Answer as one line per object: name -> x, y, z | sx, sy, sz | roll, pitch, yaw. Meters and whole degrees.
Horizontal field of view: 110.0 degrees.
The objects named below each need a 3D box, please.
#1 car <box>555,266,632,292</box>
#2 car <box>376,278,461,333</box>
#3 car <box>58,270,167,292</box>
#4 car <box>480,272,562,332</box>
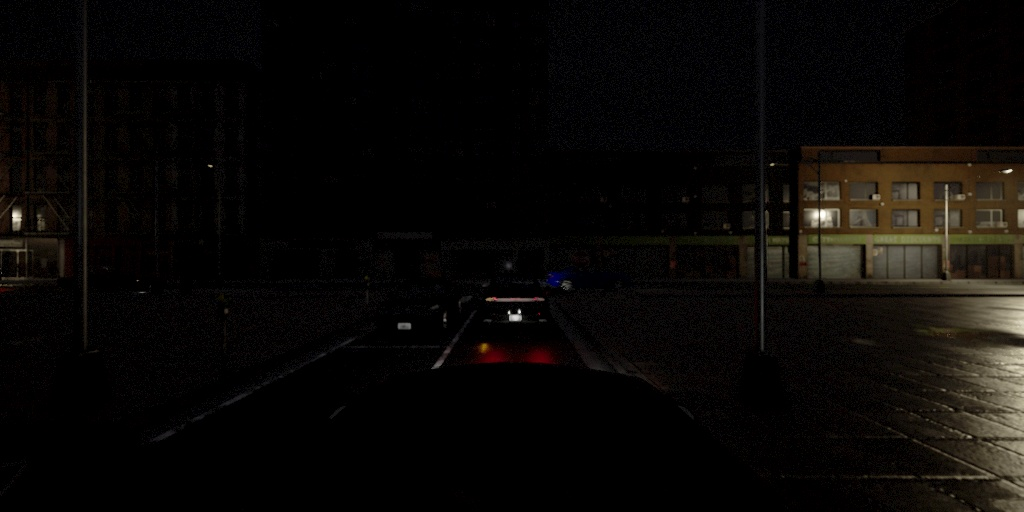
car -> 4.603, 1.309, 21.574 | 5.008, 1.535, 1.882 | 0, 0, 0
car -> -2.638, 1.359, 10.973 | 1.948, 1.339, 4.313 | 0, 0, 0
car -> -23.918, 1.505, 21.583 | 4.718, 1.301, 1.895 | 0, 0, 0
car -> 0.068, 1.286, 11.103 | 2.128, 1.511, 4.902 | 0, 0, 0
